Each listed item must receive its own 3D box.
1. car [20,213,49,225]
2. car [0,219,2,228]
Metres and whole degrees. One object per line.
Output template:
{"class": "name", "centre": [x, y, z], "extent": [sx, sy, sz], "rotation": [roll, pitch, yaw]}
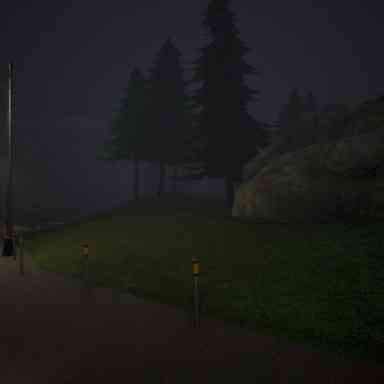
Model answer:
{"class": "car", "centre": [-20.759, 3.562, 44.133], "extent": [2.128, 1.511, 4.902], "rotation": [1, -4, 3]}
{"class": "car", "centre": [-19.930, 2.828, 32.115], "extent": [1.812, 1.442, 4.674], "rotation": [1, -4, -9]}
